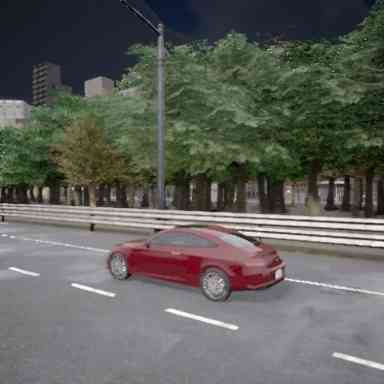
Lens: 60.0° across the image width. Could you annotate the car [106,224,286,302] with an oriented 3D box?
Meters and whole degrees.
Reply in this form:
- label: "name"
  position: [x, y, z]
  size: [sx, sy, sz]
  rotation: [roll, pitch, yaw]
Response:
- label: "car"
  position: [-0.081, 1.529, 8.225]
  size: [4.674, 1.442, 1.812]
  rotation: [0, 0, 35]
